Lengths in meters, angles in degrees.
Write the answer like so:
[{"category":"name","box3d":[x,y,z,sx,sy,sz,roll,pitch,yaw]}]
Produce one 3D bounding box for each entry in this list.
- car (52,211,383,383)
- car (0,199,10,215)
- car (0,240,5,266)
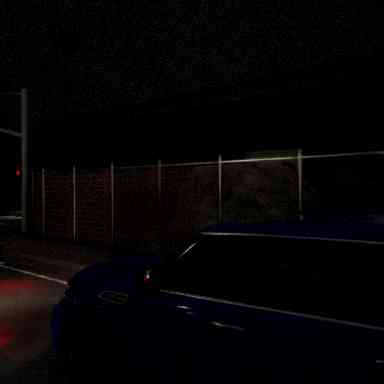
[{"category":"car","box3d":[0.953,1.221,3.310,5.566,2.045,2.150,0,0,35]},{"category":"car","box3d":[-20.160,1.407,31.891,2.097,1.767,4.553,0,0,37]},{"category":"car","box3d":[-7.061,1.492,9.027,4.902,1.511,2.128,0,0,33]}]
